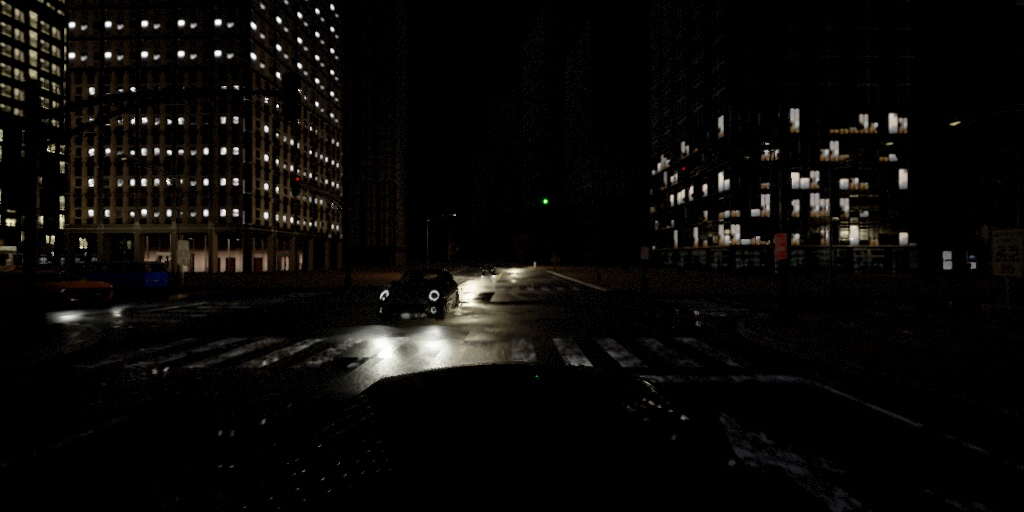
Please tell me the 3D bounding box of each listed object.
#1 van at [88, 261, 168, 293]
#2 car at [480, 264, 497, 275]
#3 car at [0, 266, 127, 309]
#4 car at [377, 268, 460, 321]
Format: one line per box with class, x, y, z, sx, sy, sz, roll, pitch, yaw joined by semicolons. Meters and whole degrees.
van;-22.628;1.198;20.982;3.998;1.789;1.690;0;0;2
car;-3.183;1.818;49.193;1.837;1.490;4.892;0;0;0
car;-19.705;1.320;15.002;5.008;1.535;1.882;0;0;2
car;-3.230;1.252;13.178;2.097;1.767;4.553;0;-1;0
